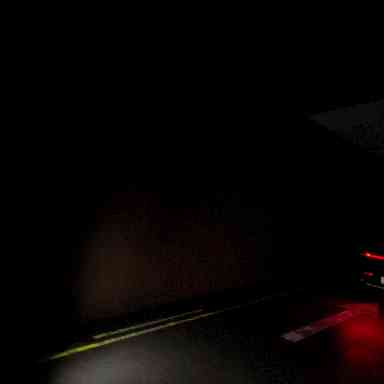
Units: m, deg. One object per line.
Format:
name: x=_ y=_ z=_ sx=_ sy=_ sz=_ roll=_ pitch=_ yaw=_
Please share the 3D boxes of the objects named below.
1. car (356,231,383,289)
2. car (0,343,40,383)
car: x=5.823 y=1.505 z=7.915 sx=4.892 sy=1.490 sz=1.837 roll=0 pitch=0 yaw=-36
car: x=-3.219 y=1.526 z=1.530 sx=4.674 sy=1.442 sz=1.812 roll=0 pitch=0 yaw=-35
